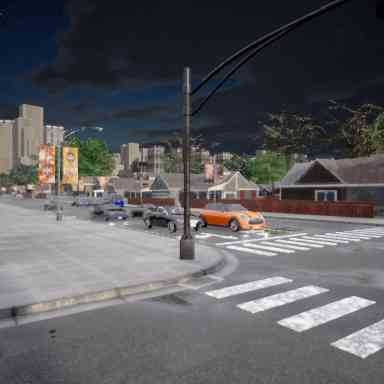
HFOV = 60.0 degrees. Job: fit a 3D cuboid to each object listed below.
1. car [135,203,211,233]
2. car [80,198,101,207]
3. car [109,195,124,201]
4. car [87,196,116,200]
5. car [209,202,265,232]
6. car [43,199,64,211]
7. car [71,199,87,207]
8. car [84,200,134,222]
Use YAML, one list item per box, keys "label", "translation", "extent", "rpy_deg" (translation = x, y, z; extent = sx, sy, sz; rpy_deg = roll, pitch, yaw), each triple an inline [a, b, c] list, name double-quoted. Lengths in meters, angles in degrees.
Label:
- label: "car"
  translation: [-1.327, 1.599, 20.577]
  extent: [2.128, 1.511, 4.902]
  rpy_deg: [0, 0, -35]
- label: "car"
  translation: [-19.140, 1.920, 62.593]
  extent: [2.033, 1.411, 5.357]
  rpy_deg: [0, 0, -35]
- label: "car"
  translation: [-12.989, 1.536, 54.113]
  extent: [2.150, 2.045, 5.566]
  rpy_deg: [0, 0, -36]
- label: "car"
  translation: [-13.404, 1.796, 49.095]
  extent: [1.837, 1.490, 4.892]
  rpy_deg: [0, 0, -35]
- label: "car"
  translation: [2.416, 1.449, 20.948]
  extent: [2.097, 1.767, 4.553]
  rpy_deg: [0, 0, -36]
- label: "car"
  translation: [-18.942, 1.798, 45.440]
  extent: [1.837, 1.490, 4.892]
  rpy_deg: [0, -1, -35]
- label: "car"
  translation: [-19.455, 1.897, 57.579]
  extent: [2.033, 1.411, 5.357]
  rpy_deg: [0, 0, -34]
- label: "car"
  translation: [-7.327, 1.719, 28.994]
  extent: [2.033, 1.411, 5.357]
  rpy_deg: [0, 0, -35]
